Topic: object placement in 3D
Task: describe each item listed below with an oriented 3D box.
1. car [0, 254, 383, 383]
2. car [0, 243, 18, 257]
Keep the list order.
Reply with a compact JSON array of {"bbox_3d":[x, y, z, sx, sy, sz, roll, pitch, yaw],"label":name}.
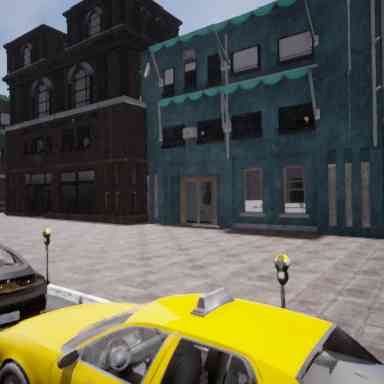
[{"bbox_3d":[-0.039,1.523,2.919,4.829,1.417,1.752,0,-1,36],"label":"car"},{"bbox_3d":[-4.361,1.550,6.001,4.403,1.369,2.008,0,-1,36],"label":"car"}]
